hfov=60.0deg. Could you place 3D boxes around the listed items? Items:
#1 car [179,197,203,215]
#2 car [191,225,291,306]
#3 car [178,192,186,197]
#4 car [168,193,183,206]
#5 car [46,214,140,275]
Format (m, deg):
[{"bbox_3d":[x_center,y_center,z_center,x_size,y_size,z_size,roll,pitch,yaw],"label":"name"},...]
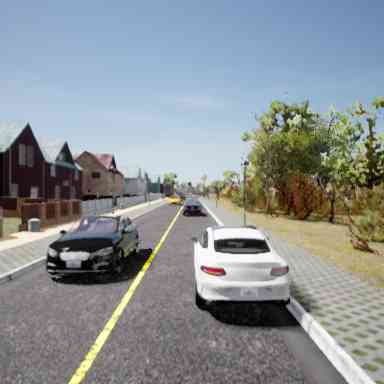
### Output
[{"bbox_3d":[0.048,1.503,32.742,2.033,1.411,5.357,0,0,0],"label":"car"},{"bbox_3d":[0.960,1.515,7.885,1.812,1.442,4.674,0,0,0],"label":"car"},{"bbox_3d":[-2.754,1.093,82.247,2.150,2.045,5.566,0,0,0],"label":"car"},{"bbox_3d":[-2.836,1.399,54.001,1.882,1.535,5.008,0,0,0],"label":"car"},{"bbox_3d":[-2.852,1.479,10.471,2.128,1.511,4.902,0,0,0],"label":"car"}]
